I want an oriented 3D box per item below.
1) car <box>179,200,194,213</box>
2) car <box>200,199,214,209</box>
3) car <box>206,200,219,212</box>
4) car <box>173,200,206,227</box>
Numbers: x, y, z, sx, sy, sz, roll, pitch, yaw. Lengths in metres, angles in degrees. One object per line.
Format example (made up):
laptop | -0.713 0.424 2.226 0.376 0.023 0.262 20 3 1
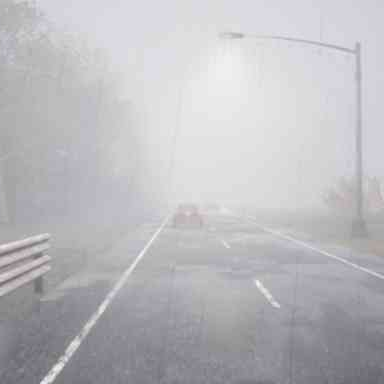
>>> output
car | -0.722 1.881 44.450 1.837 1.490 4.892 0 0 -1
car | 2.441 2.000 55.906 2.033 1.411 5.357 0 0 -1
car | 2.658 1.917 45.486 2.033 1.411 5.357 0 0 -1
car | -0.320 1.568 24.910 2.097 1.767 4.553 0 0 -1
